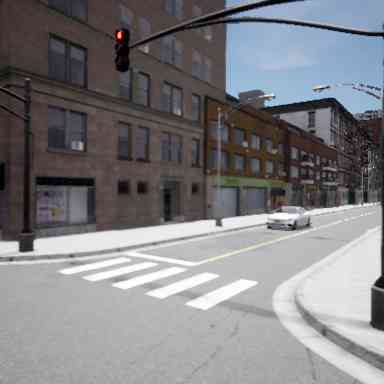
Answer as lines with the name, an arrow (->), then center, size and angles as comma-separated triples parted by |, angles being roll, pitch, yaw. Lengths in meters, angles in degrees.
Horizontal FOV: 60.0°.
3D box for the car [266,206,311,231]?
car -> 6.567, 1.673, 22.230 | 1.812, 1.442, 4.674 | 1, 0, 36
